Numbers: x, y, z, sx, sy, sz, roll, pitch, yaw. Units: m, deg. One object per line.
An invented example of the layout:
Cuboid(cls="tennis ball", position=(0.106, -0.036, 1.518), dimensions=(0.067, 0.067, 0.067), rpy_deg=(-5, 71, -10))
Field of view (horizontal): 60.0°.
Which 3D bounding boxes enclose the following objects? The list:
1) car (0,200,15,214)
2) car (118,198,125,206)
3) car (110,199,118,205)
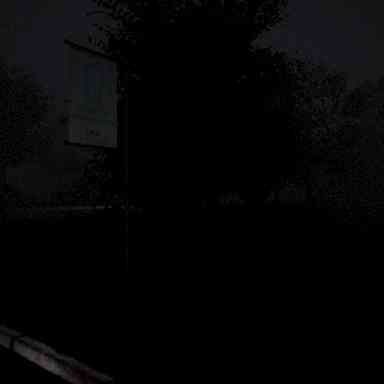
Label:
Cuboid(cls="car", position=(-20.621, 1.491, 33.553), dimensions=(2.128, 1.511, 4.902), rpy_deg=(0, 0, 39))
Cuboid(cls="car", position=(-8.082, 1.425, 49.404), dimensions=(1.882, 1.535, 5.008), rpy_deg=(0, 0, 37))
Cuboid(cls="car", position=(-10.511, 1.436, 51.990), dimensions=(2.128, 1.511, 4.902), rpy_deg=(0, 0, 37))
